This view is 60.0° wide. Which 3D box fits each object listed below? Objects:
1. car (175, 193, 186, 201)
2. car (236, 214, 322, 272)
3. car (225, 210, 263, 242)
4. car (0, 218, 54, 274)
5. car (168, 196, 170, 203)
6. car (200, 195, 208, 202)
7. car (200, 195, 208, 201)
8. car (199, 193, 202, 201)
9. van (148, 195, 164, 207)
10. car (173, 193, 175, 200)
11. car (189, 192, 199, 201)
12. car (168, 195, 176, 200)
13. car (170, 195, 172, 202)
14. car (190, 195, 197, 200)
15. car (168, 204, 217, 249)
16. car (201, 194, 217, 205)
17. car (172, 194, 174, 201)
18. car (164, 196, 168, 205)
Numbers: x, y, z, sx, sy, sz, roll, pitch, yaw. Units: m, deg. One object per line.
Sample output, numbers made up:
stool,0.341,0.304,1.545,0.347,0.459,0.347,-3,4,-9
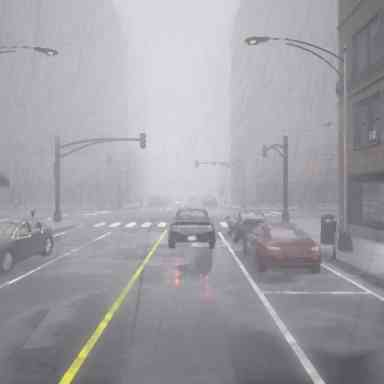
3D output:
car,-2.720,1.602,81.724,1.895,1.301,4.718,0,0,0
car,2.668,1.580,10.447,1.802,1.307,4.206,0,0,0
car,2.667,1.550,16.041,2.008,1.369,4.403,0,0,0
car,-5.858,1.549,10.442,2.008,1.369,4.403,0,0,0
car,-5.665,1.576,62.063,1.947,1.339,4.313,0,0,0
car,2.936,1.538,79.207,1.752,1.417,4.829,0,0,0
car,2.961,1.563,84.706,2.008,1.369,4.403,0,0,0
car,2.860,1.451,62.029,1.967,1.590,4.097,0,0,0
van,-5.716,1.348,50.727,1.690,1.788,3.998,0,0,0
car,-5.591,1.538,78.898,1.752,1.417,4.829,0,0,0
car,0.263,1.439,77.764,1.812,1.442,4.674,0,0,0
car,-5.540,1.556,90.404,1.887,1.381,4.507,0,0,0
car,-5.640,1.593,67.732,1.802,1.307,4.206,0,0,0
car,0.322,1.439,91.129,1.895,1.301,4.718,0,0,0
car,0.000,1.495,14.650,2.128,1.511,4.902,0,0,0
car,2.810,1.448,50.691,1.967,1.590,4.097,0,0,0
car,-5.615,1.578,73.400,1.947,1.339,4.313,0,0,0
car,-5.690,1.449,56.395,1.967,1.590,4.097,0,0,0
